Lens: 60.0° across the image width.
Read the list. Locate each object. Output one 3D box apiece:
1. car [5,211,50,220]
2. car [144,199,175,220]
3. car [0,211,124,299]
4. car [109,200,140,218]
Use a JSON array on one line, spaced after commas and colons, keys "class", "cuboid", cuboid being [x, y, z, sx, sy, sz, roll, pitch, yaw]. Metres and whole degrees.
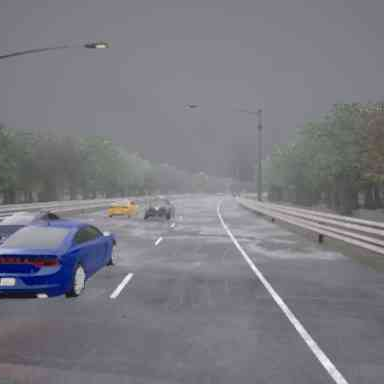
[{"class": "car", "cuboid": [-6.688, 1.531, 14.370, 1.812, 1.442, 4.674, 0, 0, 1]}, {"class": "car", "cuboid": [-2.677, 1.365, 28.489, 2.097, 1.767, 4.553, 0, 0, 3]}, {"class": "car", "cuboid": [-3.312, 1.481, 8.543, 1.882, 1.535, 5.008, 0, 0, 1]}, {"class": "car", "cuboid": [-6.092, 1.487, 30.305, 1.882, 1.535, 5.008, 0, 0, 3]}]
